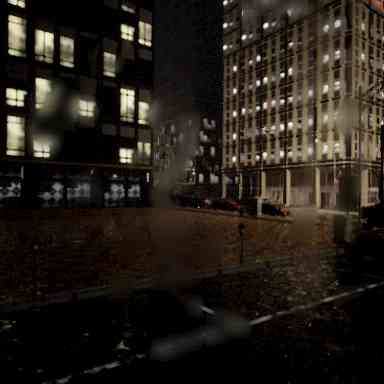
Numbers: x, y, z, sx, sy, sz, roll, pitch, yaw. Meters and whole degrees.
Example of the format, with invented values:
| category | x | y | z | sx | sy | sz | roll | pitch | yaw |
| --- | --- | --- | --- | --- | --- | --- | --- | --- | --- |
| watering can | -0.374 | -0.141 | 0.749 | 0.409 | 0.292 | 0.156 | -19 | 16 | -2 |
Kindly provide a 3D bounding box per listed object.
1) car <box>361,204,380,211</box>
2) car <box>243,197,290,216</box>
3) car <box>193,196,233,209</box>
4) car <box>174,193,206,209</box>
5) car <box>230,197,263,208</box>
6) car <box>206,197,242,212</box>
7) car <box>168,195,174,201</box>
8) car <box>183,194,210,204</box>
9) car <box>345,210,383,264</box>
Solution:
| category | x | y | z | sx | sy | sz | roll | pitch | yaw |
| --- | --- | --- | --- | --- | --- | --- | --- | --- | --- |
| car | 14.970 | 1.624 | 24.335 | 2.128 | 1.511 | 4.902 | 1 | 1 | -40 |
| car | 6.977 | 1.356 | 30.509 | 1.967 | 1.590 | 4.097 | 2 | 0 | -36 |
| car | 2.491 | 1.273 | 41.188 | 2.033 | 1.411 | 5.357 | 1 | 1 | -36 |
| car | 0.488 | 1.016 | 39.571 | 2.192 | 1.841 | 5.009 | 2 | 0 | -36 |
| car | 7.252 | 1.372 | 44.503 | 1.802 | 1.307 | 4.206 | 2 | 0 | -36 |
| car | 3.725 | 1.390 | 35.039 | 1.802 | 1.307 | 4.206 | 2 | 0 | -36 |
| car | -2.493 | 1.034 | 58.102 | 1.947 | 1.339 | 4.313 | 2 | 0 | -36 |
| car | 0.658 | 1.098 | 53.708 | 1.752 | 1.417 | 4.829 | 2 | 0 | -36 |
| car | 7.166 | 1.594 | 11.676 | 4.097 | 1.590 | 1.967 | 1 | -1 | -36 |
